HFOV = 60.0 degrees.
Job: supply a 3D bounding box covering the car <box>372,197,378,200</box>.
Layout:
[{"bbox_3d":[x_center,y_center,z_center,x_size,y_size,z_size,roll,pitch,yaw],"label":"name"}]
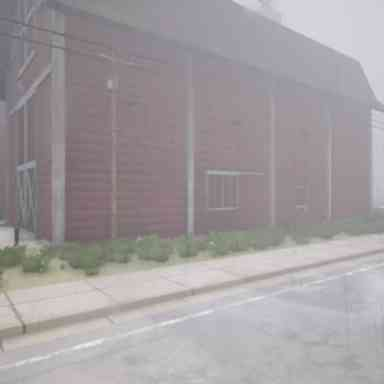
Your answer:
[{"bbox_3d":[35.734,1.688,65.877,3.905,1.438,1.784,0,0,-37],"label":"car"}]
